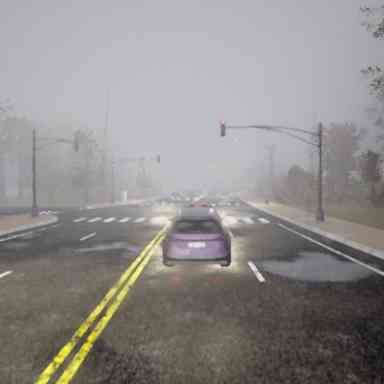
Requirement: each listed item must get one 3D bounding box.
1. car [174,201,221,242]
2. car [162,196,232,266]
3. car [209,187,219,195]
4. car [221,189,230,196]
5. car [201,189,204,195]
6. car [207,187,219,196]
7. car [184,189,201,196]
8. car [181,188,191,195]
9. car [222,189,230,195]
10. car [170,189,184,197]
[{"bbox_3d":[0.305,1.235,15.711,1.882,1.535,5.008,0,0,2],"label":"car"},{"bbox_3d":[0.155,1.263,10.821,2.033,1.649,4.856,-1,4,1],"label":"car"},{"bbox_3d":[6.016,-0.381,90.253,2.150,2.045,5.566,0,1,7],"label":"car"},{"bbox_3d":[7.973,0.204,79.603,1.895,1.301,4.718,0,1,7],"label":"car"},{"bbox_3d":[1.844,-0.129,83.110,1.882,1.535,5.008,0,1,7],"label":"car"},{"bbox_3d":[4.785,0.150,80.336,1.994,1.385,4.181,0,1,7],"label":"car"},{"bbox_3d":[0.073,0.335,66.849,1.882,1.535,5.008,0,1,6],"label":"car"},{"bbox_3d":[-1.389,-0.129,83.438,1.882,1.535,5.008,0,1,7],"label":"car"},{"bbox_3d":[9.235,-0.100,89.814,1.837,1.490,4.892,0,1,7],"label":"car"},{"bbox_3d":[-3.161,0.410,67.165,1.994,1.385,4.181,0,1,6],"label":"car"}]
